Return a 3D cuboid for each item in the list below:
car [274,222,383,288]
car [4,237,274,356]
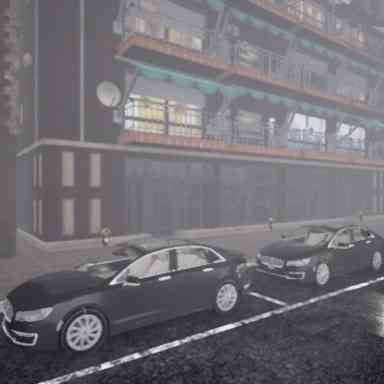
[{"bbox_3d":[3.661,1.548,9.174,4.403,1.369,2.008,0,0,-36],"label":"car"},{"bbox_3d":[-0.847,1.550,5.956,4.403,1.369,2.008,0,0,-36],"label":"car"}]
